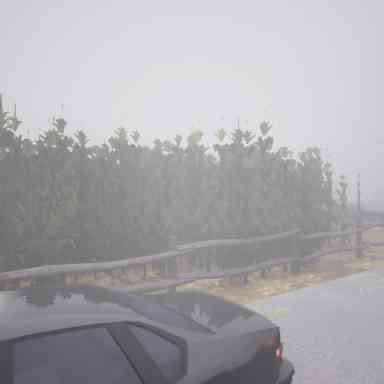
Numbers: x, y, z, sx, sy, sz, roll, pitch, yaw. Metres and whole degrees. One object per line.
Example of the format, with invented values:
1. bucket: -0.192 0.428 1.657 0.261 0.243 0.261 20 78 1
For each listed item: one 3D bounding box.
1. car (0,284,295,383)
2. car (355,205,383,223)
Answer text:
1. car: -1.575 1.547 2.379 5.357 1.411 2.033 0 0 -35
2. car: 12.271 1.601 24.125 1.895 1.301 4.718 0 0 -33
